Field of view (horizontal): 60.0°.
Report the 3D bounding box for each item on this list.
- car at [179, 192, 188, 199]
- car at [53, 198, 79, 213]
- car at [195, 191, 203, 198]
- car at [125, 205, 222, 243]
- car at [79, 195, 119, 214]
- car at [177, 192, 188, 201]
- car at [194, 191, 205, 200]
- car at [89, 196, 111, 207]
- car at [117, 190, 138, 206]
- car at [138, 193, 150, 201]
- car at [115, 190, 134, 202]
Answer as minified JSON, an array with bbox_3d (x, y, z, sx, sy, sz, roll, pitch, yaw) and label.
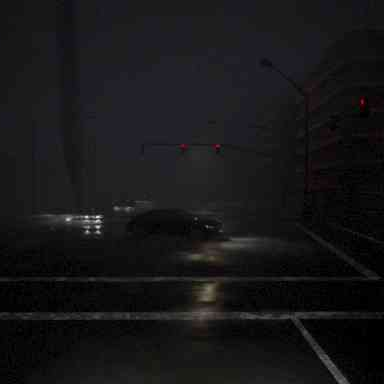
[{"bbox_3d":[-1.882,0.742,75.897,2.033,1.411,5.357,0,1,1],"label":"car"},{"bbox_3d":[-13.000,1.346,35.436,1.882,1.535,5.008,0,1,1],"label":"car"},{"bbox_3d":[1.616,0.609,75.807,1.837,1.490,4.892,0,1,1],"label":"car"},{"bbox_3d":[-0.916,1.500,15.867,4.674,1.442,1.812,0,1,20],"label":"car"},{"bbox_3d":[-9.512,1.369,34.369,2.128,1.511,4.902,0,1,1],"label":"car"},{"bbox_3d":[-1.936,0.938,64.015,2.033,1.411,5.357,0,1,1],"label":"car"},{"bbox_3d":[1.489,0.711,65.761,2.097,1.767,4.553,0,1,1],"label":"car"},{"bbox_3d":[-12.852,1.263,46.744,1.994,1.385,4.181,0,1,1],"label":"car"},{"bbox_3d":[-9.355,1.057,46.506,2.097,1.767,4.553,0,1,1],"label":"car"},{"bbox_3d":[-9.091,0.956,63.081,2.033,1.411,5.357,0,1,1],"label":"car"},{"bbox_3d":[-12.603,0.637,62.426,2.150,2.045,5.566,0,1,1],"label":"car"}]
